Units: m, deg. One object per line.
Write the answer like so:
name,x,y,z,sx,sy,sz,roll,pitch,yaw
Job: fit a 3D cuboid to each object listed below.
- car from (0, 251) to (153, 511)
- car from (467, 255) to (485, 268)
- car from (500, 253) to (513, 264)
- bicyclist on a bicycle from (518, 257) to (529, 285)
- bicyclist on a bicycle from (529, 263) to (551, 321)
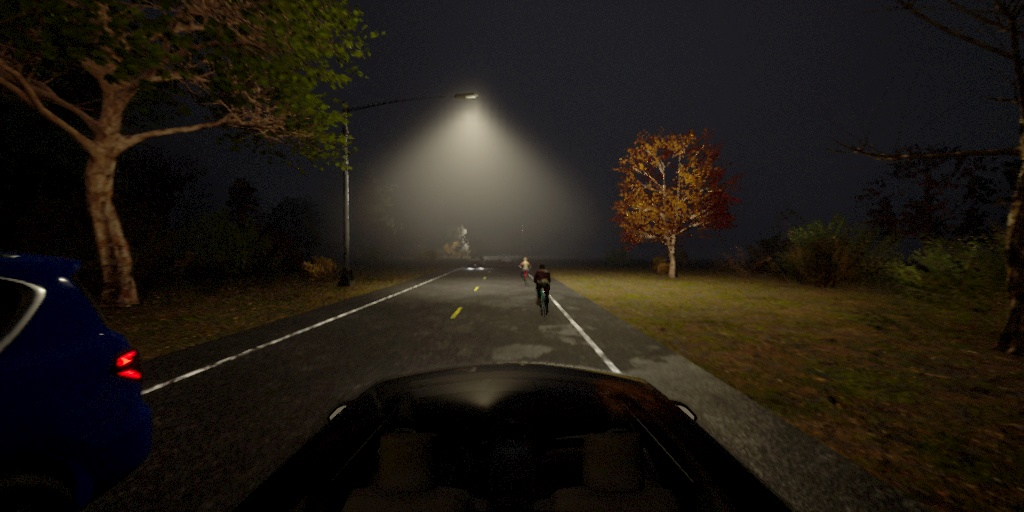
car,-3.604,0.997,0.142,2.150,2.045,5.566,0,1,0
car,-4.231,0.632,43.381,2.033,1.411,5.357,0,1,-1
car,-0.914,0.420,55.039,1.812,1.442,4.674,0,1,-2
bicyclist on a bicycle,0.780,0.877,21.079,0.866,1.612,1.509,0,1,-1
bicyclist on a bicycle,0.918,1.059,10.746,0.582,1.620,1.656,0,1,0
